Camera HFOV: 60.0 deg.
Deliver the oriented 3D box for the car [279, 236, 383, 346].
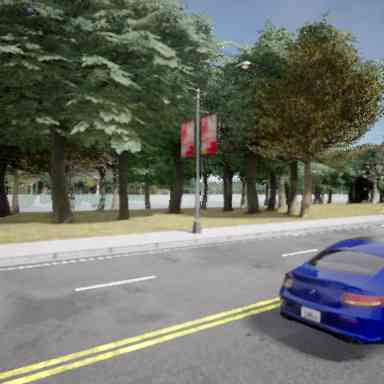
[{"bbox_3d":[3.521,1.539,5.959,4.674,1.442,1.812,0,0,-36],"label":"car"}]
